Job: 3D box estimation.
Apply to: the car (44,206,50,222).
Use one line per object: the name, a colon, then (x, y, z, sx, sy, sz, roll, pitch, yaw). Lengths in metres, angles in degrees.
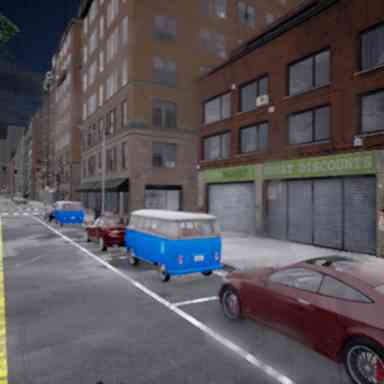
car: (-12.048, 1.861, 29.681, 1.947, 1.339, 4.313, 1, -1, -30)

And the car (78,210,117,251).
car: (-3.570, 1.713, 14.968, 1.887, 1.381, 4.507, 1, -1, -30)

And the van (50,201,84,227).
van: (-9.221, 1.595, 24.779, 1.690, 1.788, 3.998, 1, -1, -30)

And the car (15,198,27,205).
car: (-39.197, 2.125, 76.794, 1.967, 1.590, 4.097, 1, -1, -30)

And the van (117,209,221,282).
van: (-0.743, 1.464, 10.066, 1.690, 1.788, 3.998, 1, -1, -30)

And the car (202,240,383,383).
car: (2.082, 1.660, 5.159, 1.802, 1.307, 4.206, 1, -1, -30)
